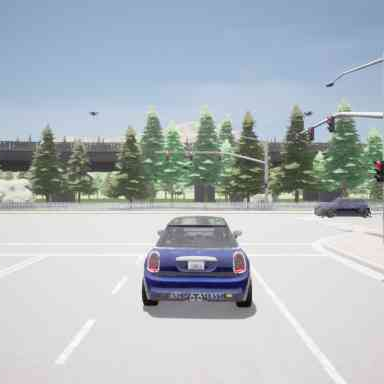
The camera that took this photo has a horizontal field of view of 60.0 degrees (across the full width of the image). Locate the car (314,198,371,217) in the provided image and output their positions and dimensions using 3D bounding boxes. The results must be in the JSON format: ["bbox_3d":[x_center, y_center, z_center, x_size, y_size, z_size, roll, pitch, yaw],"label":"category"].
[{"bbox_3d":[13.598,1.297,30.278,4.553,1.767,2.097,0,0,0],"label":"car"}]

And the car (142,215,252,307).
[{"bbox_3d":[0.173,1.352,8.152,2.097,1.767,4.553,0,0,3],"label":"car"}]
